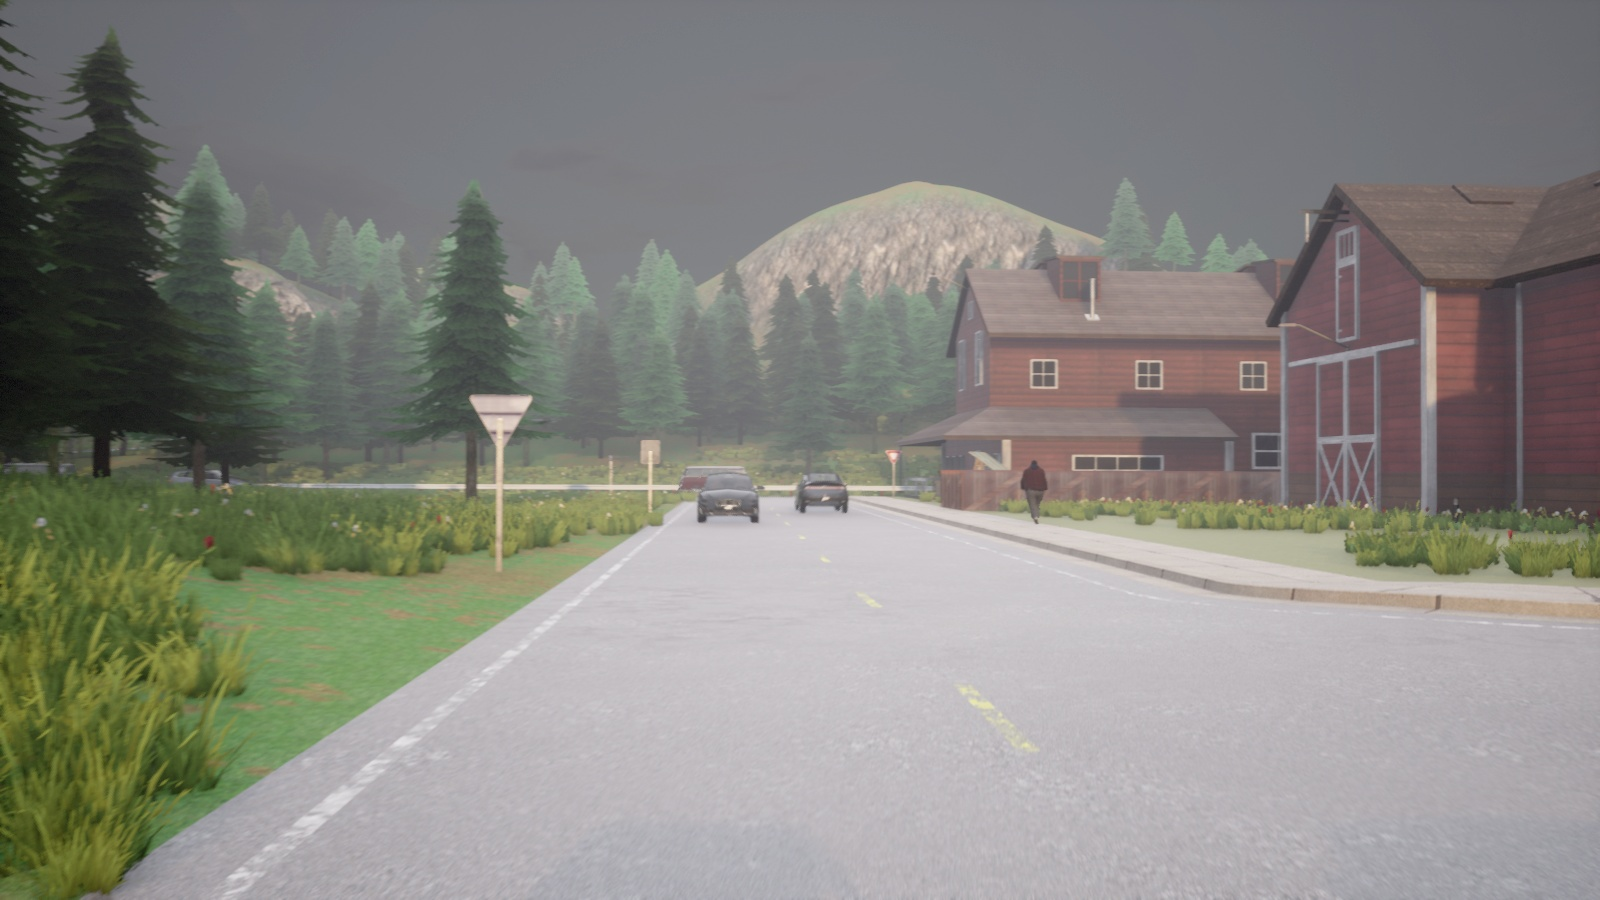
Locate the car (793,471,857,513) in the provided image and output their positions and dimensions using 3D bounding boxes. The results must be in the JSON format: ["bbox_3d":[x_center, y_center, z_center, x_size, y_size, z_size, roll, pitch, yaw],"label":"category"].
[{"bbox_3d":[0.899,1.575,48.262,2.128,1.511,4.902,0,-1,-3],"label":"car"}]

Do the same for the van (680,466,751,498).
[{"bbox_3d":[-5.346,2.046,79.793,4.442,1.987,1.775,0,-1,-3],"label":"van"}]

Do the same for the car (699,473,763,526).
[{"bbox_3d":[-2.106,1.473,38.663,1.837,1.490,4.892,0,-1,-3],"label":"car"}]

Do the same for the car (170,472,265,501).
[{"bbox_3d":[-34.638,2.167,74.718,4.611,1.667,2.242,0,-1,-3],"label":"car"}]

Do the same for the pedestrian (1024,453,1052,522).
[{"bbox_3d":[6.515,1.024,34.462,0.634,1.844,0.899,0,-1,4],"label":"pedestrian"}]

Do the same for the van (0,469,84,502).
[{"bbox_3d":[-46.996,2.166,77.562,4.442,1.987,1.775,0,-1,-3],"label":"van"}]
